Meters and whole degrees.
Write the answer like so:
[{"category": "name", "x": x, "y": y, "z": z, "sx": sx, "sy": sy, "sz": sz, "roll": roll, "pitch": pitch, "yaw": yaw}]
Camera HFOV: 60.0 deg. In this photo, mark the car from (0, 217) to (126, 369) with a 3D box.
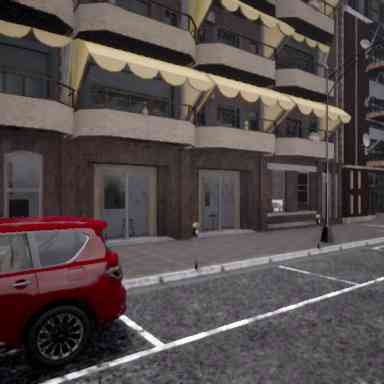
[{"category": "car", "x": -3.305, "y": 1.312, "z": 4.201, "sx": 5.009, "sy": 1.841, "sz": 2.192, "roll": 0, "pitch": 0, "yaw": -35}]
